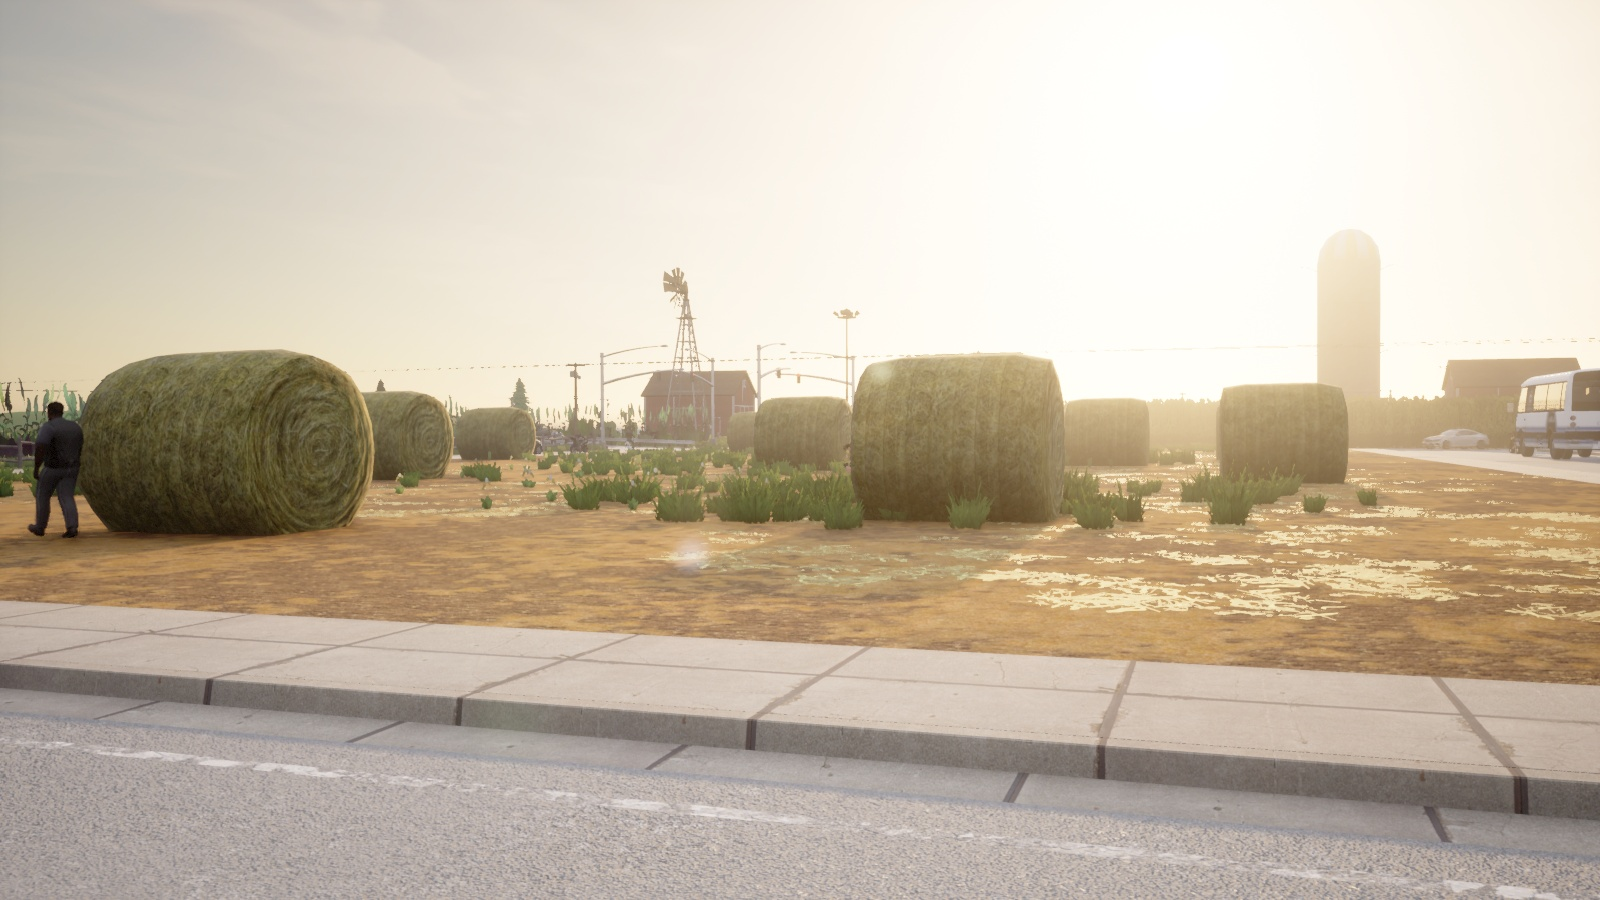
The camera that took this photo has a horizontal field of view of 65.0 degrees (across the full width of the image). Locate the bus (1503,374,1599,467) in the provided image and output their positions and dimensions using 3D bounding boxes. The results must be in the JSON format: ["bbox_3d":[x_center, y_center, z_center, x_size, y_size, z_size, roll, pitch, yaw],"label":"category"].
[{"bbox_3d":[38.324,-1.430,62.281,3.944,4.253,10.273,1,1,18],"label":"bus"}]

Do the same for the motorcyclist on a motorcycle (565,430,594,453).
[{"bbox_3d":[-14.661,-0.565,83.480,0.866,1.530,2.191,1,1,21],"label":"motorcyclist on a motorcycle"}]

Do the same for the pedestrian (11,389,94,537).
[{"bbox_3d":[-9.789,0.162,16.454,0.849,1.883,0.563,1,1,27],"label":"pedestrian"}]

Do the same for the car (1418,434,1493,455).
[{"bbox_3d":[45.992,-0.391,88.151,4.674,1.442,1.812,0,0,-14],"label":"car"}]
